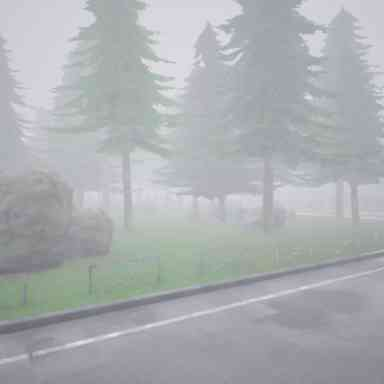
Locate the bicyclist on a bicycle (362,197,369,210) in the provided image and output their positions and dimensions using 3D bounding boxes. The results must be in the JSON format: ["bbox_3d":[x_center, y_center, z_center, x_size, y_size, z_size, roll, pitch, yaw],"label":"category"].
[{"bbox_3d":[22.017,1.420,42.236,1.656,1.620,0.582,0,0,-33],"label":"bicyclist on a bicycle"}]

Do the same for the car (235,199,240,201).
[{"bbox_3d":[6.818,1.572,60.481,1.882,1.535,5.008,0,-1,-24],"label":"car"}]
